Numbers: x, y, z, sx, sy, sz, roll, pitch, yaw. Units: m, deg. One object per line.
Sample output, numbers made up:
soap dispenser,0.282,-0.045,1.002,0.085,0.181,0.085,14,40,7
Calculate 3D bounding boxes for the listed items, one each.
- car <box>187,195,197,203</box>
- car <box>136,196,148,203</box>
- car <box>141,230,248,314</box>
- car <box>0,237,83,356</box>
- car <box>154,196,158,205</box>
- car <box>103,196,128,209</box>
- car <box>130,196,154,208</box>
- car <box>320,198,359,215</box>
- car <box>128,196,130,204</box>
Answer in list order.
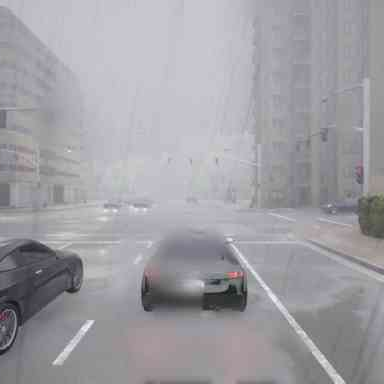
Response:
car,-0.049,1.352,69.755,2.097,1.767,4.553,0,0,0
car,-10.650,1.490,70.661,1.812,1.442,4.674,0,0,0
car,0.049,1.564,7.714,1.994,1.385,4.181,0,0,0
car,-3.460,1.526,5.912,1.812,1.442,4.674,0,0,0
car,-7.185,1.506,60.115,1.837,1.490,4.892,0,0,0
car,-10.687,1.548,45.670,2.033,1.411,5.357,0,0,0
car,-7.182,1.548,48.229,2.033,1.411,5.357,0,0,0
car,15.512,1.352,33.754,4.553,1.767,2.097,0,0,1
car,-10.695,1.505,56.315,1.837,1.490,4.892,0,0,0
